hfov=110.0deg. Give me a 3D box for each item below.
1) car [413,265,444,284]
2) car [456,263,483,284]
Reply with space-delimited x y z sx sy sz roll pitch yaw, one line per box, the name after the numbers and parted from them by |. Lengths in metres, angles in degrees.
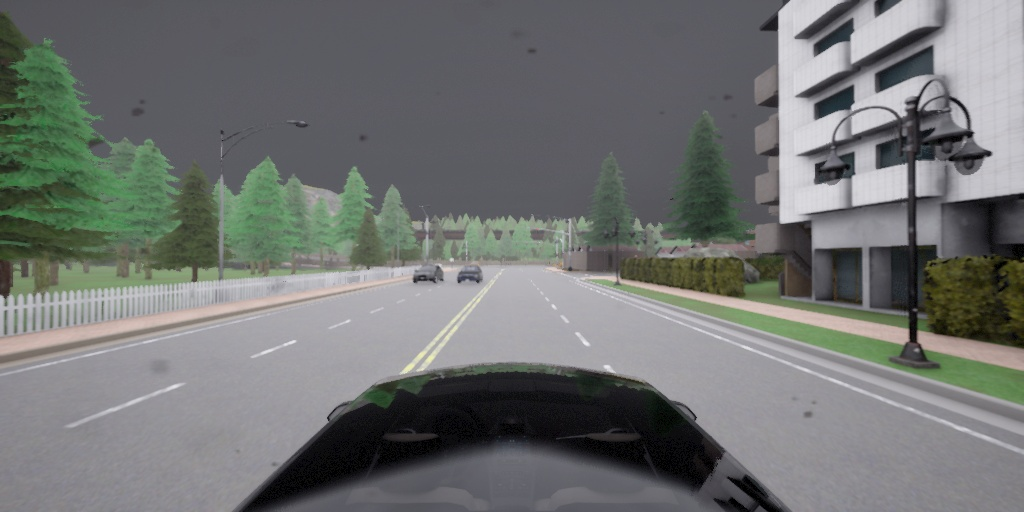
-7.002 1.526 30.415 1.837 1.490 4.892 0 -1 0 | car
-3.499 1.563 30.727 2.033 1.411 5.357 0 -1 0 | car
